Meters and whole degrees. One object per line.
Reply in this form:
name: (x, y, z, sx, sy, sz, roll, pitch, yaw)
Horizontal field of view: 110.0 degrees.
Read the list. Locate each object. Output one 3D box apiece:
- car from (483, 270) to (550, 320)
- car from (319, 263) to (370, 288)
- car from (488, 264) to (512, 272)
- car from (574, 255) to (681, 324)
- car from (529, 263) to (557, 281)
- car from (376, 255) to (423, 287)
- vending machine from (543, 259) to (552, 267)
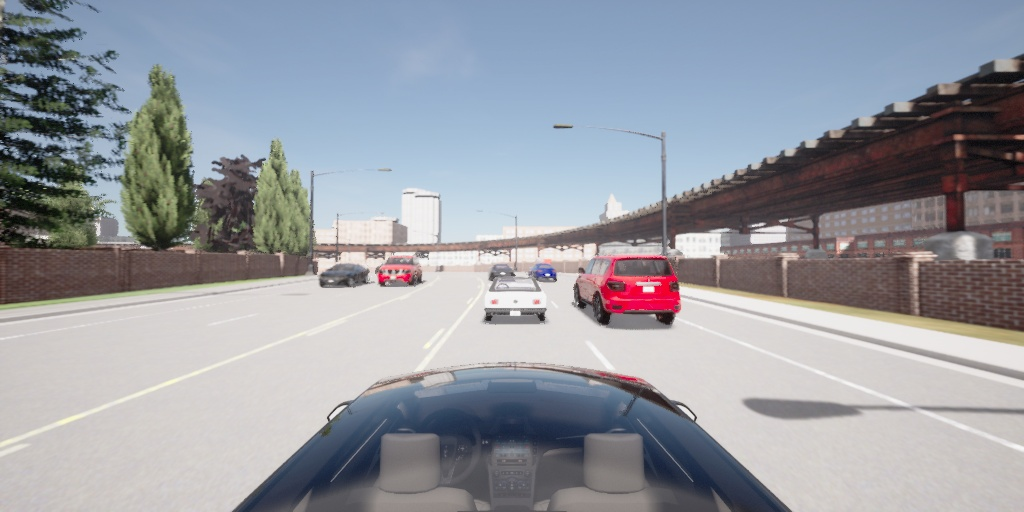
car: (0.092, 1.356, 12.547, 1.895, 1.301, 4.718, 0, 0, 0)
car: (-11.057, 1.225, 23.933, 1.882, 1.535, 5.008, 0, 0, -5)
car: (-0.943, 1.364, 29.779, 1.994, 1.385, 4.181, 0, -1, -7)
car: (3.593, 0.976, 12.143, 2.150, 2.045, 5.566, 0, 0, 0)
car: (2.518, 1.337, 30.307, 1.812, 1.442, 4.674, 0, -1, -7)
car: (-7.605, 0.976, 24.941, 2.150, 2.045, 5.566, 0, 0, -5)
vending machine: (4.787, 1.400, 48.417, 1.100, 2.100, 0.880, 0, 0, -16)
